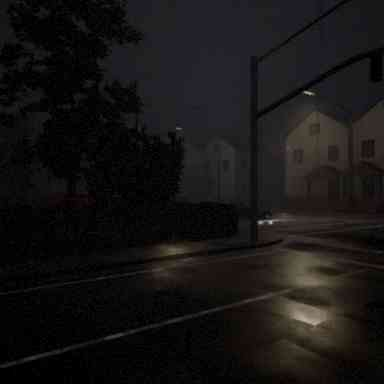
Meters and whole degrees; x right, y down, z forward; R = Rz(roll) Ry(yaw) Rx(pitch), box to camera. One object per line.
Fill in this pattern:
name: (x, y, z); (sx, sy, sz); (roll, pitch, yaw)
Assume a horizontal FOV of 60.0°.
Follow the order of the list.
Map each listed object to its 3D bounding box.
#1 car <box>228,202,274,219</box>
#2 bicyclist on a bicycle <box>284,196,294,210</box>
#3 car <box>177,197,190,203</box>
car: (4.559, 1.557, 29.108); (2.033, 1.411, 5.357); (0, 0, -35)
bicyclist on a bicycle: (11.277, 1.319, 38.634); (1.656, 1.620, 0.582); (0, 0, -35)
car: (-1.347, 1.361, 37.470); (2.097, 1.767, 4.553); (0, 0, -35)
